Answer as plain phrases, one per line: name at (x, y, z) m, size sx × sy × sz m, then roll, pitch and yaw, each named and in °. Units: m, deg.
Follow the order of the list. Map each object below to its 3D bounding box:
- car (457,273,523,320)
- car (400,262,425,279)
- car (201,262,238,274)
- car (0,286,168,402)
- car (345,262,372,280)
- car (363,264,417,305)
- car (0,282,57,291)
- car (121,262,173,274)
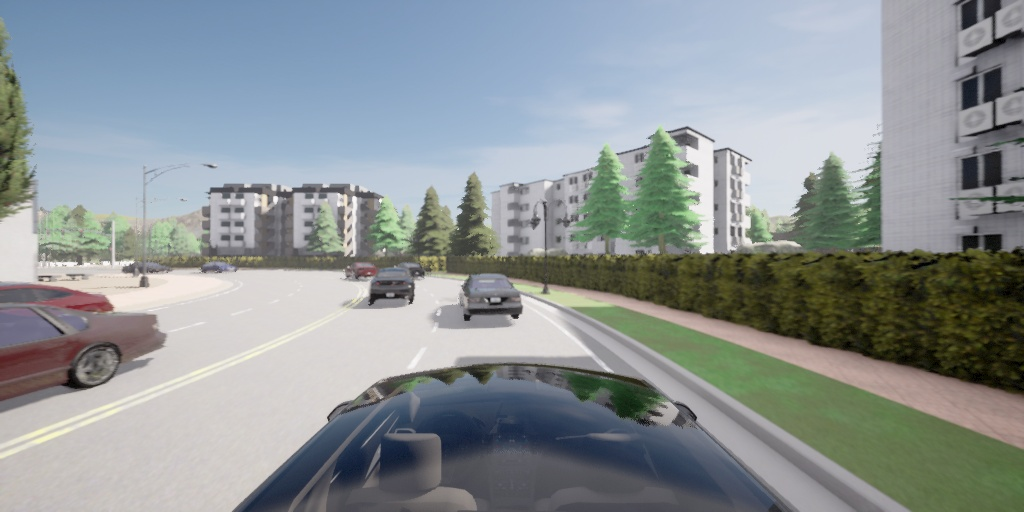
car at (-0.925, 1.330, 12.917) m, size 2.033 × 1.411 × 5.357 m, roll 0°, pitch 0°, yaw -10°
car at (-9.596, 1.322, 32.855) m, size 1.882 × 1.535 × 5.008 m, roll 0°, pitch 0°, yaw -35°
car at (-36.046, 1.410, 44.084) m, size 4.674 × 1.442 × 1.812 m, roll 0°, pitch 0°, yaw 20°
car at (-7.191, 1.307, 4.132) m, size 2.033 × 1.411 × 5.357 m, roll 0°, pitch 0°, yaw -1°
car at (-13.719, 1.322, 32.572) m, size 1.882 × 1.535 × 5.008 m, roll 0°, pitch 0°, yaw -38°
car at (-5.463, 1.301, 16.596) m, size 1.837 × 1.490 × 4.892 m, roll 1°, pitch 0°, yaw -15°
car at (-10.949, 1.295, 7.265) m, size 1.812 × 1.442 × 4.674 m, roll 0°, pitch 0°, yaw -6°
car at (-43.176, 1.429, 42.408) m, size 5.357 × 1.411 × 2.033 m, roll 0°, pitch 0°, yaw 10°
